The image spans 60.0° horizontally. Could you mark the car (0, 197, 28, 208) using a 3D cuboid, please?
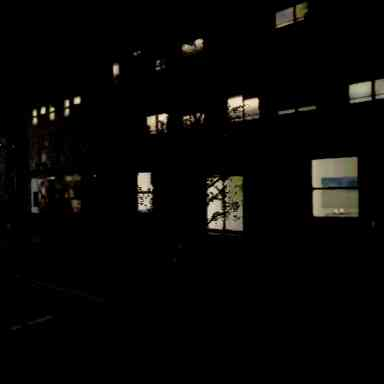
[{"bbox_3d":[-21.548,1.249,40.352,1.752,1.417,4.829,-1,0,36],"label":"car"}]
